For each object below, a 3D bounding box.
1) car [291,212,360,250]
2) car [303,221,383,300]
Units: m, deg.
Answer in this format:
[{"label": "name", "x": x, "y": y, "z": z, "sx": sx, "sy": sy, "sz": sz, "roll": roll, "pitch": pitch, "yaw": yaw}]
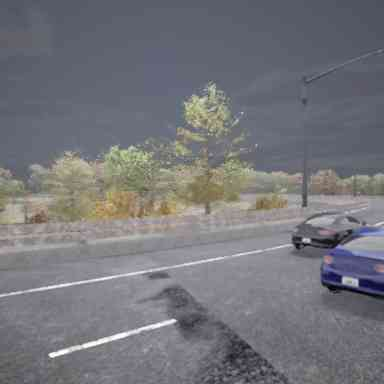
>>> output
[{"label": "car", "x": 5.743, "y": 1.536, "z": 13.293, "sx": 4.674, "sy": 1.442, "sz": 1.812, "roll": 0, "pitch": 0, "yaw": -42}, {"label": "car", "x": 4.754, "y": 1.528, "z": 7.783, "sx": 4.674, "sy": 1.442, "sz": 1.812, "roll": 0, "pitch": 0, "yaw": -40}]
